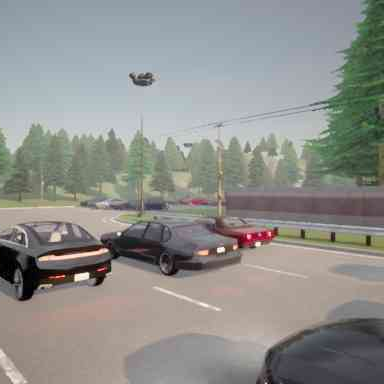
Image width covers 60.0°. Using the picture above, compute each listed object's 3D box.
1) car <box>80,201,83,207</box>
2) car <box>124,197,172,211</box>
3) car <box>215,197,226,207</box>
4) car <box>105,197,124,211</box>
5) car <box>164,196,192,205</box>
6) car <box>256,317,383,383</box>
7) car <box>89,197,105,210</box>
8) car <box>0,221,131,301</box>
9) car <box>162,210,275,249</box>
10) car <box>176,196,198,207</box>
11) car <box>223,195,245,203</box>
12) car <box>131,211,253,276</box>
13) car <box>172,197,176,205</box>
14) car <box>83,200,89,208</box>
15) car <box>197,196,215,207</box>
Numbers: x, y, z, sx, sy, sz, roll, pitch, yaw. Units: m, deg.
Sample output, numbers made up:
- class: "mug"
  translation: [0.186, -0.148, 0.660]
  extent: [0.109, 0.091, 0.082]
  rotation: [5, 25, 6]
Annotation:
- class: "car"
  translation: [-14.037, 1.474, 49.167]
  extent: [5.008, 1.535, 1.882]
  rotation: [0, 0, -43]
- class: "car"
  translation: [-5.046, 1.349, 38.414]
  extent: [4.553, 1.767, 2.097]
  rotation: [0, 0, -43]
- class: "car"
  translation: [6.178, 1.475, 48.736]
  extent: [5.008, 1.535, 1.882]
  rotation: [0, 0, -43]
- class: "car"
  translation: [-7.473, 1.544, 40.938]
  extent: [5.357, 1.411, 2.033]
  rotation: [0, 0, -43]
- class: "car"
  translation: [-2.453, 1.499, 59.807]
  extent: [4.892, 1.490, 1.837]
  rotation: [-1, 0, -42]
- class: "car"
  translation: [2.587, 1.505, 1.683]
  extent: [1.837, 1.490, 4.892]
  rotation: [0, 0, -43]
- class: "car"
  translation: [-10.353, 1.522, 43.047]
  extent: [4.674, 1.442, 1.812]
  rotation: [0, 0, -43]
- class: "car"
  translation: [-3.856, 1.491, 8.466]
  extent: [2.128, 1.511, 4.902]
  rotation: [0, 0, -43]
- class: "car"
  translation: [0.884, 1.600, 13.656]
  extent: [1.895, 1.301, 4.718]
  rotation: [0, 0, -43]
- class: "car"
  translation: [0.441, 1.474, 52.973]
  extent: [5.008, 1.535, 1.882]
  rotation: [0, 0, -43]
- class: "car"
  translation: [8.800, 1.496, 70.031]
  extent: [4.892, 1.490, 1.837]
  rotation: [0, 0, -43]
- class: "car"
  translation: [-0.952, 1.547, 10.472]
  extent: [2.033, 1.411, 5.357]
  rotation: [0, 0, -43]
- class: "car"
  translation: [-1.652, 1.497, 55.799]
  extent: [4.892, 1.490, 1.837]
  rotation: [-2, 1, -43]
- class: "car"
  translation: [-12.042, 1.488, 46.248]
  extent: [4.902, 1.511, 2.128]
  rotation: [0, 0, -43]
- class: "car"
  translation: [3.810, 1.544, 51.320]
  extent: [5.357, 1.411, 2.033]
  rotation: [0, 0, -43]
